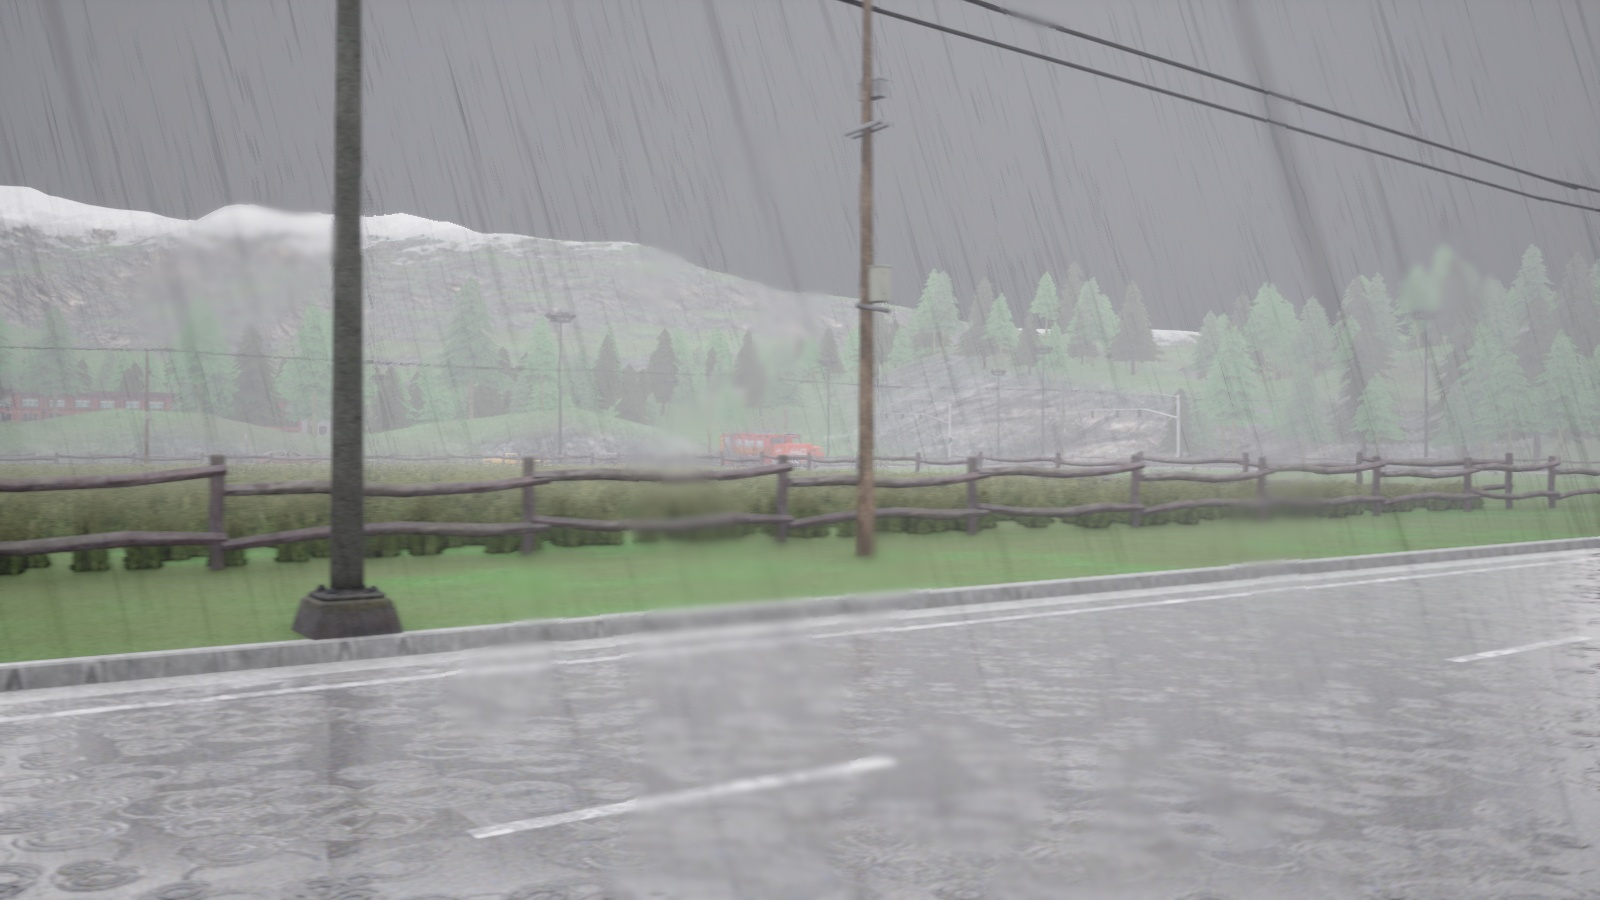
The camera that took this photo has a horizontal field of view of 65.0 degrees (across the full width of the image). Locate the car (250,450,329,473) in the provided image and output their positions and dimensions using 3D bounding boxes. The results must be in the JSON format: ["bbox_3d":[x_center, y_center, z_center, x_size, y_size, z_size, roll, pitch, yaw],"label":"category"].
[{"bbox_3d":[-37.102,0.826,91.311,5.027,1.651,2.152,0,0,-35],"label":"car"}]
